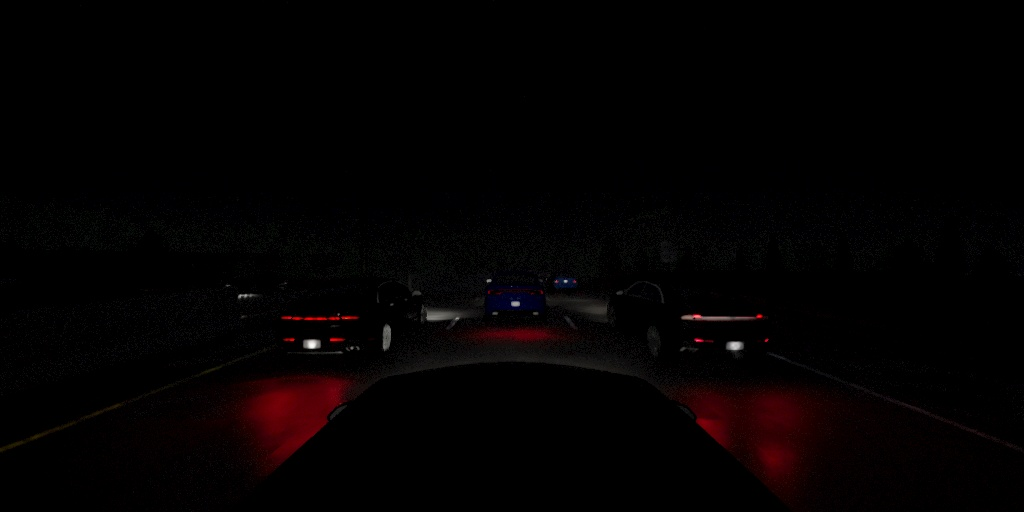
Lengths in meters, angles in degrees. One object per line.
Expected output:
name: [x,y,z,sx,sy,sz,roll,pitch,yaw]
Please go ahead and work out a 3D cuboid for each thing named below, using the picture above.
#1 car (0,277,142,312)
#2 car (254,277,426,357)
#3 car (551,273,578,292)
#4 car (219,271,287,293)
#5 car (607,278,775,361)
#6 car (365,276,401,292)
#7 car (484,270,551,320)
car: [-10.593,1.244,7.393,1.837,1.490,4.892,0,0,0]
car: [-3.400,1.246,8.513,1.837,1.490,4.892,0,0,0]
car: [3.605,1.937,26.612,2.033,1.411,5.357,0,-4,0]
car: [-17.567,1.760,24.666,1.837,1.490,4.892,0,-4,0]
car: [3.600,1.232,8.209,2.128,1.511,4.902,0,0,0]
car: [-14.014,3.149,39.228,2.128,1.511,4.902,0,-7,0]
car: [0.102,1.247,12.688,1.882,1.535,5.008,0,-1,0]
